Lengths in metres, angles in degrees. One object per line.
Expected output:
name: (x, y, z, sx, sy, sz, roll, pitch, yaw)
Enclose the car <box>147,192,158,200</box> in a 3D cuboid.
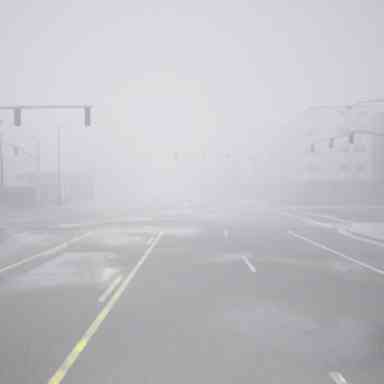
car: (-7.538, 0.796, 63.020, 2.033, 1.411, 5.357, 0, 1, -13)
